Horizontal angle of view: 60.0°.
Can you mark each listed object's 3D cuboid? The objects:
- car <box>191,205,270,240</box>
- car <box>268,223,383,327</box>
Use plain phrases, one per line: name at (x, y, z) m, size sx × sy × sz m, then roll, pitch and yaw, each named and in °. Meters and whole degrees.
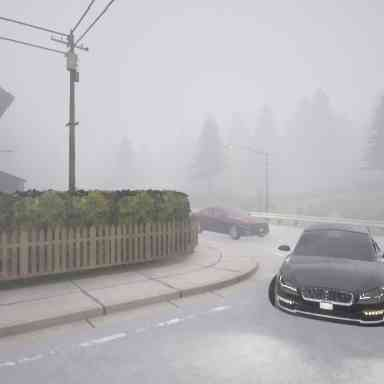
car at (1.851, 1.478, 17.428) m, size 1.882 × 1.535 × 5.008 m, roll 0°, pitch 0°, yaw -33°
car at (3.151, 1.505, 7.292) m, size 1.837 × 1.490 × 4.892 m, roll 0°, pitch 0°, yaw 27°
